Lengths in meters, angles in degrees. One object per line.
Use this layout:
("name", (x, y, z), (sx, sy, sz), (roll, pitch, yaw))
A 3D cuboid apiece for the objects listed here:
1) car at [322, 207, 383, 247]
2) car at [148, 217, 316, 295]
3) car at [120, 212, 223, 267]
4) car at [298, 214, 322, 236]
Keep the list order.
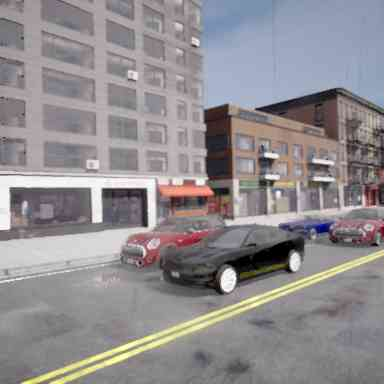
("car", (8.687, 1.604, 16.633), (4.553, 1.767, 2.097), (0, -2, -43))
("car", (1.409, 1.700, 9.657), (5.008, 1.535, 1.882), (0, -2, -43))
("car", (-0.392, 1.681, 12.434), (4.553, 1.767, 2.097), (0, -2, -43))
("car", (6.995, 1.961, 19.497), (4.718, 1.301, 1.895), (0, -2, -43))
